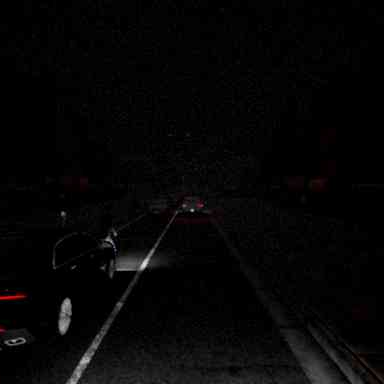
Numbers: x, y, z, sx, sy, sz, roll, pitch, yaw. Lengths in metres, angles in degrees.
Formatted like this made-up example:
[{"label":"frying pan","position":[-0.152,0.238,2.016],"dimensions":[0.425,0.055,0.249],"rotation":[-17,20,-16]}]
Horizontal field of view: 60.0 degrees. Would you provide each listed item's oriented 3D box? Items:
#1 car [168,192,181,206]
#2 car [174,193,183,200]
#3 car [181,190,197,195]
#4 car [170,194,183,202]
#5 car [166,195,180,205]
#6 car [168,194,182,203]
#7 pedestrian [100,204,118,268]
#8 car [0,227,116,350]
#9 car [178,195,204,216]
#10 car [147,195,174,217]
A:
[{"label":"car","position":[-2.761,1.000,44.333],"dimensions":[1.967,1.590,4.097],"rotation":[-2,0,0]},{"label":"car","position":[-2.820,1.006,71.571],"dimensions":[1.802,1.307,4.206],"rotation":[-2,0,0]},{"label":"car","position":[-0.012,0.919,43.124],"dimensions":[2.097,1.767,4.553],"rotation":[0,0,0]},{"label":"car","position":[-2.796,1.022,60.677],"dimensions":[2.008,1.369,4.403],"rotation":[-2,0,0]},{"label":"car","position":[-2.767,1.110,49.777],"dimensions":[1.802,1.307,4.206],"rotation":[-1,1,0]},{"label":"car","position":[-2.783,1.049,55.228],"dimensions":[2.008,1.369,4.403],"rotation":[-2,0,0]},{"label":"pedestrian","position":[-2.367,1.175,9.215],"dimensions":[0.375,1.860,0.375],"rotation":[1,2,0]},{"label":"car","position":[-2.765,1.422,6.290],"dimensions":[1.837,1.490,4.892],"rotation":[0,1,0]},{"label":"car","position":[0.028,1.206,28.443],"dimensions":[1.812,1.442,4.674],"rotation":[0,1,0]},{"label":"car","position":[-2.720,1.211,27.822],"dimensions":[1.752,1.417,4.829],"rotation":[-1,1,0]}]
